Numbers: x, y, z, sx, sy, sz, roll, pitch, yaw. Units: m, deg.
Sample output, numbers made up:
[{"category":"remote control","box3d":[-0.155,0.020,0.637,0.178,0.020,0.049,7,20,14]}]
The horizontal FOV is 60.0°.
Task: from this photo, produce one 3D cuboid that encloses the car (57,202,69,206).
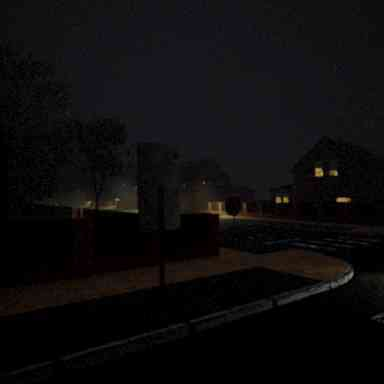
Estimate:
[{"category":"car","box3d":[-33.669,3.215,87.169,1.895,1.301,4.718,-1,0,-31]}]
